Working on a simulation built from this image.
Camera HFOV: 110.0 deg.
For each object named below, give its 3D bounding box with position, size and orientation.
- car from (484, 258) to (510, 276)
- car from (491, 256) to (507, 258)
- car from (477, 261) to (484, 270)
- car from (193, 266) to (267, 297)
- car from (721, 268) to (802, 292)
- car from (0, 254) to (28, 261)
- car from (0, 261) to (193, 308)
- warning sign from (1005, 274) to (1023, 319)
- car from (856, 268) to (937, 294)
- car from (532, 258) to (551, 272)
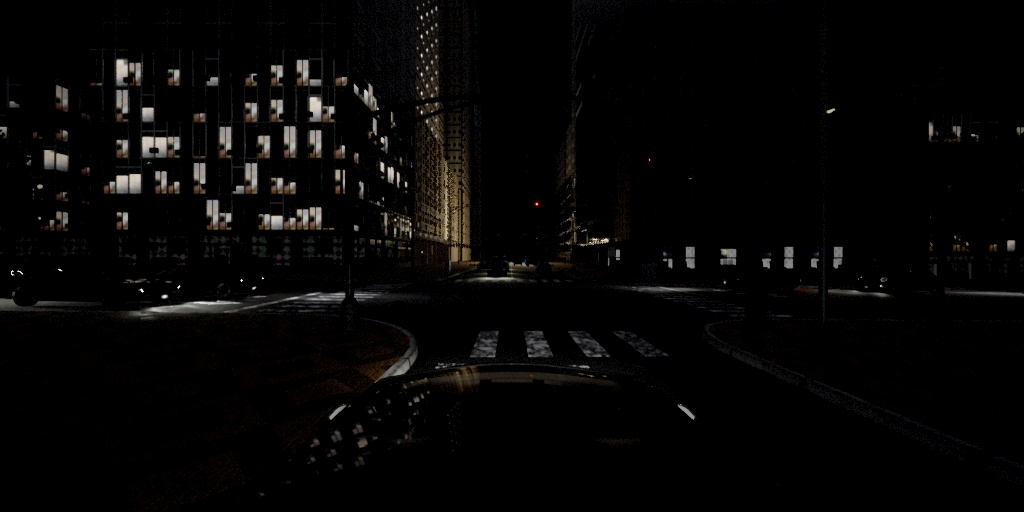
[{"bbox_3d":[-1.472,1.242,37.032,1.882,1.535,5.008,0,0,1],"label":"car"},{"bbox_3d":[-1.498,0.981,47.198,2.150,2.045,5.566,0,0,1],"label":"car"},{"bbox_3d":[-3.990,1.340,51.056,1.802,1.307,4.207,0,0,0],"label":"car"},{"bbox_3d":[-14.010,1.117,16.322,4.718,1.301,1.895,1,0,-3],"label":"car"},{"bbox_3d":[16.902,1.568,24.442,4.902,1.511,2.128,1,0,-3],"label":"car"},{"bbox_3d":[-22.915,0.705,15.919,4.553,1.767,2.097,1,0,-3],"label":"car"},{"bbox_3d":[-15.289,1.042,13.042,5.357,1.411,2.033,1,0,0],"label":"car"},{"bbox_3d":[17.282,1.204,11.746,1.060,1.860,1.300,0,0,-3],"label":"warning sign"},{"bbox_3d":[26.748,1.605,24.889,4.553,1.767,2.097,1,0,-3],"label":"car"},{"bbox_3d":[3.959,1.326,45.558,1.948,1.339,4.313,0,0,0],"label":"car"}]
